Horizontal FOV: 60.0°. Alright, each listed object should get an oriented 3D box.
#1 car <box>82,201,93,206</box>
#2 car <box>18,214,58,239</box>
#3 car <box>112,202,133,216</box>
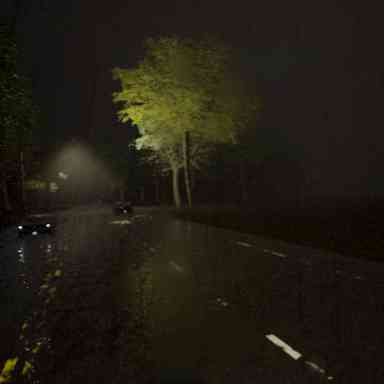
[{"bbox_3d":[-28.115,3.092,88.382,1.895,1.301,4.718,-3,0,-18],"label":"car"},{"bbox_3d":[-9.728,2.093,21.217,1.895,1.301,4.718,-3,0,-18],"label":"car"},{"bbox_3d":[-7.975,1.870,38.187,1.837,1.490,4.892,-3,0,-18],"label":"car"}]
